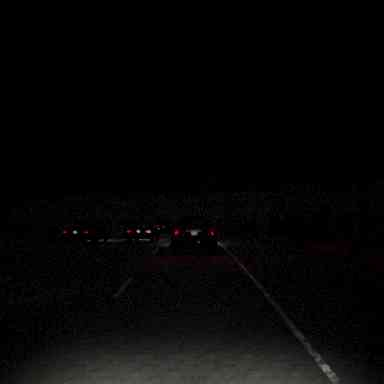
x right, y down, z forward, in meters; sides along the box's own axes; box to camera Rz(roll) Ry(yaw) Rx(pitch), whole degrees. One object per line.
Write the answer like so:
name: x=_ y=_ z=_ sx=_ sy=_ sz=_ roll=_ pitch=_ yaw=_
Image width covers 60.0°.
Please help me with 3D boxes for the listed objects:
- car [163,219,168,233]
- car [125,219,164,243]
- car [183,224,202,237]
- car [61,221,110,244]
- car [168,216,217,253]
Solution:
car: x=-3.414 y=4.530 z=42.101 sx=2.150 sy=2.045 sz=5.566 roll=0 pitch=-6 yaw=0
car: x=-3.407 y=2.815 z=23.605 sx=2.033 sy=1.411 sz=5.357 roll=0 pitch=-6 yaw=0
car: x=0.090 y=4.308 z=36.997 sx=1.994 sy=1.385 sz=4.181 roll=0 pitch=-6 yaw=0
car: x=-6.906 y=2.666 z=22.137 sx=2.033 sy=1.411 sz=5.357 roll=0 pitch=-6 yaw=0
car: x=0.095 y=2.010 z=16.781 sx=2.097 sy=1.767 sz=4.553 roll=0 pitch=-4 yaw=0
